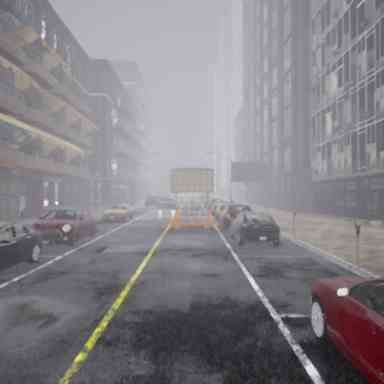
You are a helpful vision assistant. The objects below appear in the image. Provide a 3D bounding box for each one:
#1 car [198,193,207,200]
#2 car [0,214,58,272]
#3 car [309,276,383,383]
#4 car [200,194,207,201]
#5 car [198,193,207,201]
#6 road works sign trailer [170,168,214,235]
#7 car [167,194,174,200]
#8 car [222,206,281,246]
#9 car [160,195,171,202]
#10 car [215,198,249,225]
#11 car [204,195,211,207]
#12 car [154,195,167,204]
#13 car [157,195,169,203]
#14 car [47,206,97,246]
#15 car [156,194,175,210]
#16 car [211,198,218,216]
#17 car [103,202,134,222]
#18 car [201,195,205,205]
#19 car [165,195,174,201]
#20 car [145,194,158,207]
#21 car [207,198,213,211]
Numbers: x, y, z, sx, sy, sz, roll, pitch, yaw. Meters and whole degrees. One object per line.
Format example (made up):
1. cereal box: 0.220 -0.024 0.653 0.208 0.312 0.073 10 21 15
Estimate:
1. car: 2.712 1.129 88.298 2.192 1.841 5.009 1 0 0
2. car: -5.679 1.536 9.180 2.008 1.369 4.403 1 0 0
3. car: 2.702 1.539 3.527 1.887 1.381 4.507 1 0 0
4. car: 2.706 1.421 54.561 1.752 1.417 4.829 1 0 0
5. car: 2.711 1.158 76.996 2.192 1.841 5.009 1 0 0
6. road works sign trailer: 0.001 0.433 18.591 2.380 3.560 2.880 0 0 0
7. car: -5.672 1.340 88.131 1.752 1.417 4.829 1 0 0
8. car: 2.702 1.526 14.829 2.008 1.369 4.403 1 0 0
9. car: -5.674 1.423 71.347 1.947 1.339 4.313 1 0 0
10. car: 2.704 1.406 20.482 1.967 1.590 4.097 1 0 0
11. car: 2.705 1.374 37.435 1.967 1.590 4.097 1 0 0
12. car: -5.673 1.323 60.043 1.967 1.590 4.097 1 0 0
13. car: -5.674 1.415 65.696 1.887 1.381 4.507 1 0 0
14. car: -5.676 1.416 14.831 1.967 1.590 4.097 1 0 0
15. car: -3.089 1.401 42.318 1.882 1.535 5.008 0 0 0
16. car: 2.704 1.481 26.303 1.752 1.417 4.829 1 0 0
17. car: -5.677 1.482 25.965 1.752 1.417 4.829 1 0 0
18. car: 2.705 1.474 48.739 1.947 1.339 4.313 1 0 0
19. car: -5.673 1.374 82.651 1.887 1.381 4.507 1 0 0
20. car: -5.671 1.224 48.741 2.192 1.841 5.009 1 0 0
21. car: 2.703 1.527 31.784 1.802 1.307 4.206 1 0 0
